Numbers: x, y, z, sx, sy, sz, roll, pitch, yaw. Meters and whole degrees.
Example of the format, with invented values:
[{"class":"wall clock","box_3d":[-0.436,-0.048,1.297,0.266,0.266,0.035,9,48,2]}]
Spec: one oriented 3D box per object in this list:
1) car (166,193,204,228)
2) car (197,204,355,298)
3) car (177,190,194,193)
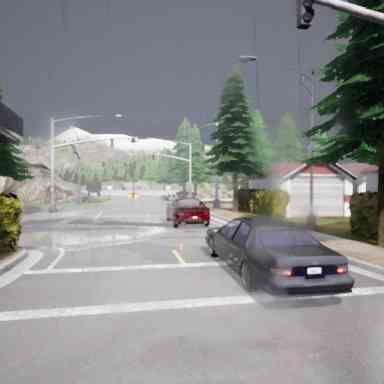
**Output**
[{"class":"car","box_3d":[-0.327,1.052,18.981,1.882,1.535,5.008,-1,2,-11]},{"class":"car","box_3d":[1.775,1.363,8.601,2.033,1.411,5.357,0,3,-11]},{"class":"car","box_3d":[-0.966,0.359,70.290,4.902,1.511,2.128,0,1,-11]}]
